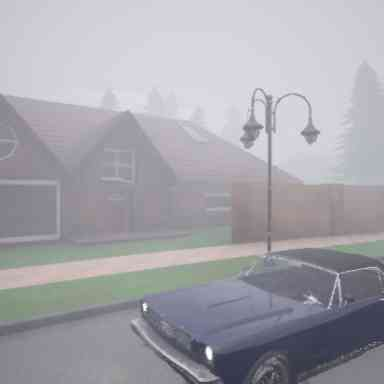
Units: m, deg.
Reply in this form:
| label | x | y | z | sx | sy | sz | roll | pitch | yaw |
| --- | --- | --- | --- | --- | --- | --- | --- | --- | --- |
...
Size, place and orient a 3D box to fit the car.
| label | x | y | z | sx | sy | sz | roll | pitch | yaw |
| --- | --- | --- | --- | --- | --- | --- | --- | --- | --- |
| car | 1.587 | 1.585 | 4.848 | 4.718 | 1.301 | 1.895 | 0 | 0 | -32 |
